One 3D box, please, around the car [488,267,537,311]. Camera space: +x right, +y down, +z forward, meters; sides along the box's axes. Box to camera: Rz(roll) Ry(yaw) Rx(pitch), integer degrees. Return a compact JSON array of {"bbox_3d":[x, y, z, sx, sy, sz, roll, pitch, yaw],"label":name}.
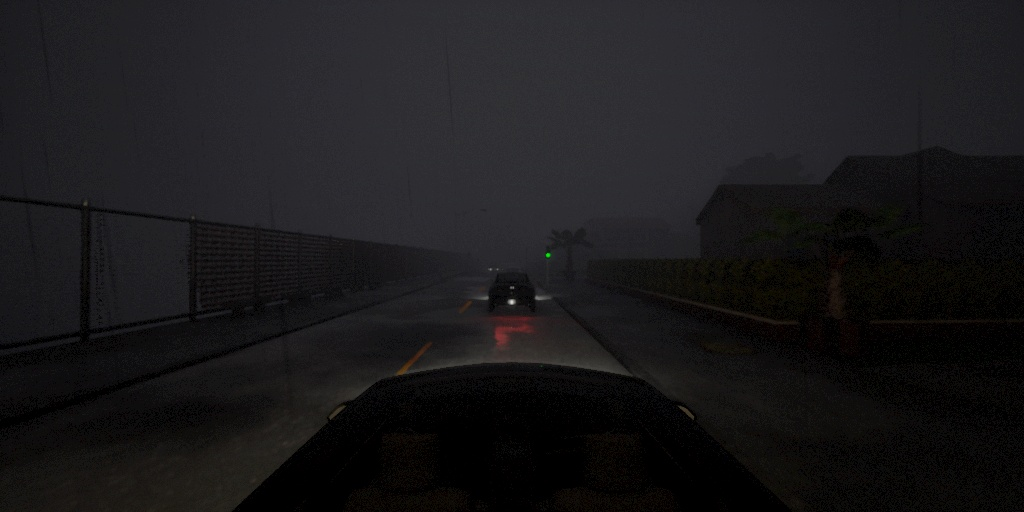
[{"bbox_3d":[0.017,1.408,15.340,1.837,1.490,4.892,0,0,0],"label":"car"}]
